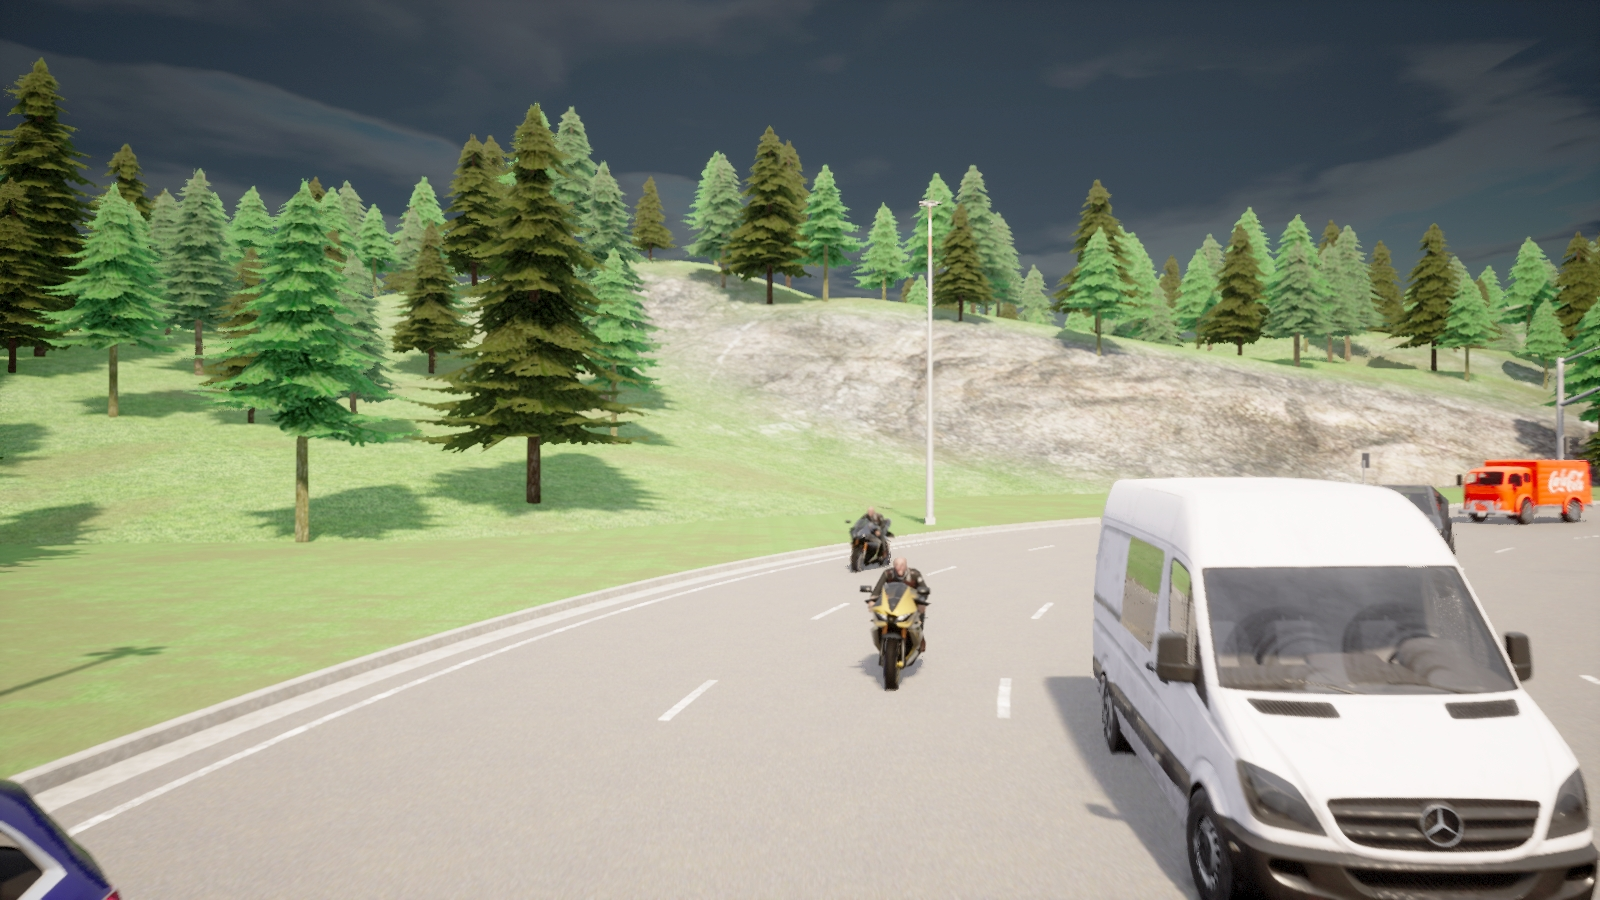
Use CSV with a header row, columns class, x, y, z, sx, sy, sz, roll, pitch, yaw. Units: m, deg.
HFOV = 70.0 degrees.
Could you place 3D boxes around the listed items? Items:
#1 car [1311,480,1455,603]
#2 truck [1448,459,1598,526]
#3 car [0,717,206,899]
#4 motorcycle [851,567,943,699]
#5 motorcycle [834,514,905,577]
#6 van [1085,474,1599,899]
class,x,y,z,sx,sy,sz,roll,pitch,yaw
car,12.591,1.773,24.421,2.390,2.098,6.274,0,0,30
truck,28.204,1.606,44.564,5.204,2.467,2.627,0,-1,-27
car,-3.653,1.970,2.557,2.242,1.667,4.611,0,0,0
motorcycle,1.249,2.216,14.236,0.867,1.251,2.209,0,0,12
motorcycle,1.662,2.225,26.988,0.867,1.251,2.209,2,1,26
van,3.675,1.542,8.848,1.988,2.561,5.915,-1,0,6
